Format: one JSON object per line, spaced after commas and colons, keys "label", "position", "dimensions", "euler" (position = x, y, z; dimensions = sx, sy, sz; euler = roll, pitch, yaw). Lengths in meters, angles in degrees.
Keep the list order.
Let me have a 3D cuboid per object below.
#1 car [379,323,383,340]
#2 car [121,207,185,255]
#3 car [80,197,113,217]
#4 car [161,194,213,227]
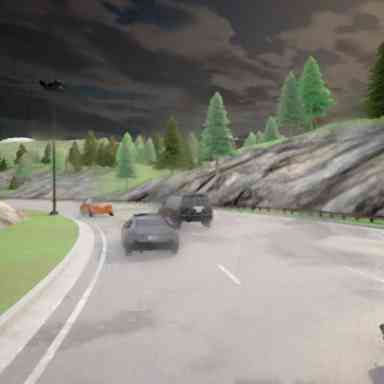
{"label": "car", "position": [3.478, 1.514, 1.895], "dimensions": [2.033, 1.411, 5.357], "euler": [0, 0, -3]}
{"label": "car", "position": [-1.765, 1.514, 13.213], "dimensions": [1.994, 1.385, 4.181], "euler": [0, 0, -13]}
{"label": "car", "position": [-8.757, 1.270, 30.273], "dimensions": [2.097, 1.767, 4.553], "euler": [-1, 0, -30]}
{"label": "car", "position": [-0.510, 1.125, 21.297], "dimensions": [2.150, 2.045, 5.566], "euler": [0, 0, -20]}
